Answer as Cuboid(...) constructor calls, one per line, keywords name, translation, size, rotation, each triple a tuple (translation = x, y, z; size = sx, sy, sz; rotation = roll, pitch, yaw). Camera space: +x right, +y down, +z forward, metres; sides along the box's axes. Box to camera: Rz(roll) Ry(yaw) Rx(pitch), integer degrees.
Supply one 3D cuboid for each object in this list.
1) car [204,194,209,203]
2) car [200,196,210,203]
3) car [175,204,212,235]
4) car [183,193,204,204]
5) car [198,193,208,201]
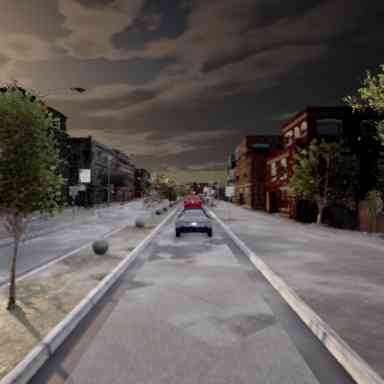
Cuboid(name="car", translation=(2.994, 1.603, 65.380), size=(2.231, 1.521, 4.892), rotation=(0, 0, 0))
Cuboid(name="car", translation=(2.993, 1.641, 76.585), size=(2.163, 1.488, 4.792), rotation=(0, 0, 0))
Cuboid(name="car", translation=(0.099, 1.583, 18.800), size=(1.994, 1.385, 4.181), rotation=(0, 0, 0))
Cuboid(name="car", translation=(0.098, 1.298, 42.396), size=(2.150, 2.045, 5.566), rotation=(0, 0, 0))
Cuboid(name="car", translation=(2.993, 1.365, 93.026), size=(2.435, 2.045, 5.566), rotation=(0, 0, 0))
